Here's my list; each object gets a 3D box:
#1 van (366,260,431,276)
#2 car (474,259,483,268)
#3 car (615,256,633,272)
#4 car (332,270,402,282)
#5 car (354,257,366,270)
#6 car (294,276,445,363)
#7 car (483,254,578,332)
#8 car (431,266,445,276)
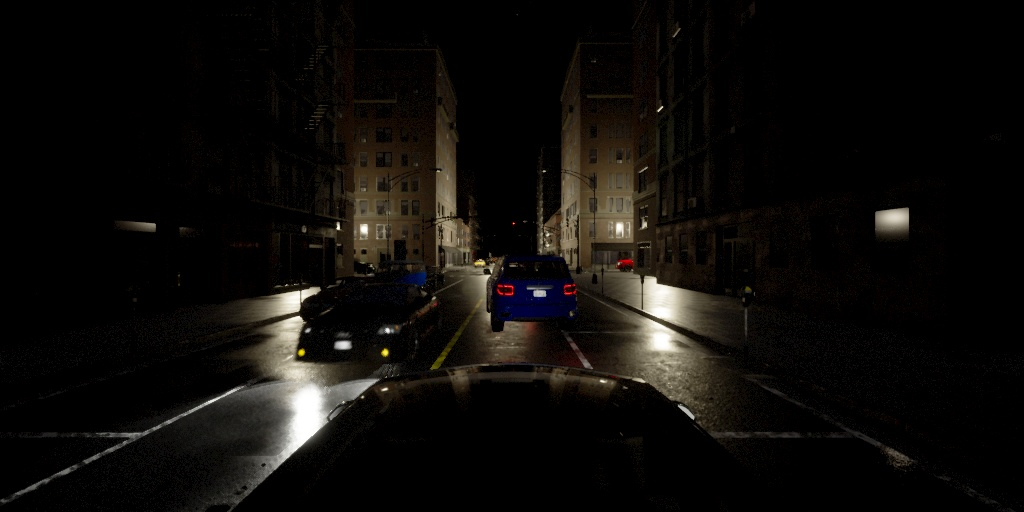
[{"bbox_3d":[-5.393,1.091,17.614,1.690,1.789,3.998,0,0,0],"label":"van"},{"bbox_3d":[-5.393,1.276,60.813,1.751,1.417,4.829,0,0,0],"label":"car"},{"bbox_3d":[15.329,0.880,43.071,5.566,2.045,2.150,0,0,0],"label":"car"},{"bbox_3d":[-5.394,1.332,12.208,1.802,1.307,4.207,0,0,0],"label":"car"},{"bbox_3d":[-18.233,1.066,40.064,5.566,2.045,2.150,0,0,0],"label":"car"},{"bbox_3d":[-2.842,1.314,8.026,1.994,1.385,4.181,0,0,0],"label":"car"},{"bbox_3d":[0.360,0.972,11.051,2.150,2.045,5.566,0,0,-6],"label":"car"},{"bbox_3d":[-5.392,1.301,23.020,2.007,1.370,4.403,0,0,0],"label":"car"}]
